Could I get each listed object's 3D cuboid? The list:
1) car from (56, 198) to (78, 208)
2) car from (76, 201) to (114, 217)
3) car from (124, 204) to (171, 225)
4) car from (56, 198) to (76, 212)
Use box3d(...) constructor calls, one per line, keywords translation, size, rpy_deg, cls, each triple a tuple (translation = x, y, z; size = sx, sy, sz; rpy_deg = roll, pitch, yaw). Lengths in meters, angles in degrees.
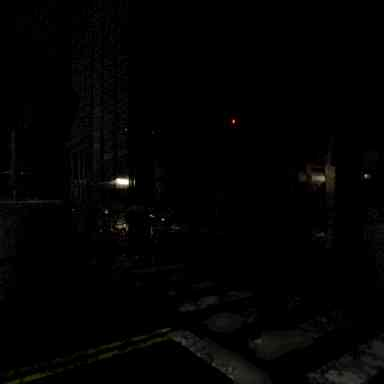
box3d(translation=(-20.261, 1.745, 53.635), size=(2.128, 1.511, 4.902), rpy_deg=(1, -1, -35), cls="car")
box3d(translation=(-9.324, 1.614, 32.723), size=(2.128, 1.511, 4.902), rpy_deg=(1, -1, -36), cls="car")
box3d(translation=(-3.370, 1.601, 24.361), size=(1.812, 1.442, 4.674), rpy_deg=(1, -1, -37), cls="car")
box3d(translation=(-15.533, 1.717, 41.487), size=(2.033, 1.411, 5.357), rpy_deg=(1, 0, -34), cls="car")
